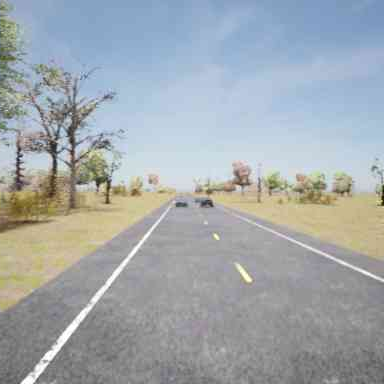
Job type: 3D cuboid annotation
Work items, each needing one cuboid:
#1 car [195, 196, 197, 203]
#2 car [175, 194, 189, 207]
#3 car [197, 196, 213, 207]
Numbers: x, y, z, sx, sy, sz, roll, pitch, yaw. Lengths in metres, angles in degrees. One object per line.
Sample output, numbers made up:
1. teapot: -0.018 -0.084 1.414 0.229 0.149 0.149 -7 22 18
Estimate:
1. car: 1.513 1.479 68.495 2.033 1.411 5.357 1 0 -1
2. car: -1.495 1.474 48.981 2.033 1.411 5.357 1 0 -1
3. car: 2.132 1.471 50.123 1.837 1.490 4.892 1 0 -2
